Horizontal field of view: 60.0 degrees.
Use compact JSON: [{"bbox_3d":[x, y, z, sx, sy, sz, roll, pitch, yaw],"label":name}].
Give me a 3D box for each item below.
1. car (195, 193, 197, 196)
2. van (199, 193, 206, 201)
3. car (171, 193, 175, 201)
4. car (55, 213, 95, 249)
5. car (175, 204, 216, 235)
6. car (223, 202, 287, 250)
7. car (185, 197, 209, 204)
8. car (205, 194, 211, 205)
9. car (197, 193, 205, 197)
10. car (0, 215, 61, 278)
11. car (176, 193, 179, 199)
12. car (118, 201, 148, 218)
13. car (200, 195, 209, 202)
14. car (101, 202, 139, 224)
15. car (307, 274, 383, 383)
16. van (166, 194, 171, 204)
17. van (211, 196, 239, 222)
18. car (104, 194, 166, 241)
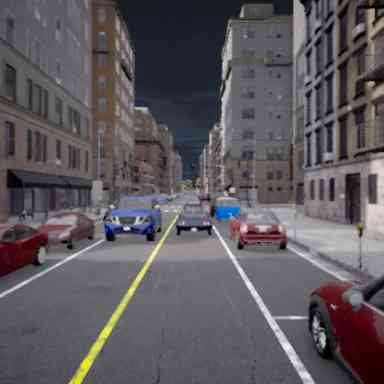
[{"bbox_3d":[2.716,1.189,89.833,2.192,1.841,5.009,0,0,0],"label":"car"},{"bbox_3d":[2.719,1.223,84.427,1.690,1.788,3.998,0,0,0],"label":"van"},{"bbox_3d":[-5.380,1.465,73.616,1.947,1.339,4.313,0,0,0],"label":"car"},{"bbox_3d":[-5.383,1.565,14.307,1.802,1.307,4.206,0,0,0],"label":"car"},{"bbox_3d":[0.108,1.578,18.681,1.895,1.301,4.718,0,0,0],"label":"car"},{"bbox_3d":[2.642,1.423,14.304,1.967,1.590,4.097,0,0,0],"label":"car"},{"bbox_3d":[0.113,1.454,30.207,2.128,1.511,4.902,0,0,0],"label":"car"},{"bbox_3d":[2.648,1.277,30.837,2.192,1.841,5.009,0,0,0],"label":"car"},{"bbox_3d":[2.728,1.222,68.208,2.192,1.841,5.009,0,0,0],"label":"car"},{"bbox_3d":[-5.385,1.534,8.795,1.887,1.381,4.507,0,0,0],"label":"car"},{"bbox_3d":[-5.367,1.391,95.072,1.752,1.417,4.829,0,0,0],"label":"car"},{"bbox_3d":[-5.377,1.528,30.840,1.947,1.339,4.313,0,0,0],"label":"car"},{"bbox_3d":[2.725,1.450,73.615,2.008,1.369,4.403,0,0,0],"label":"car"},{"bbox_3d":[-5.379,1.514,25.329,1.887,1.381,4.507,0,0,0],"label":"car"},{"bbox_3d":[2.639,1.436,3.282,1.967,1.590,4.097,0,0,0],"label":"car"},{"bbox_3d":[-5.386,1.256,62.803,1.690,1.788,3.998,0,0,0],"label":"van"},{"bbox_3d":[2.646,1.310,25.325,1.690,1.788,3.998,0,0,0],"label":"van"},{"bbox_3d":[-2.747,1.195,16.829,2.150,2.045,5.566,0,0,0],"label":"car"}]
